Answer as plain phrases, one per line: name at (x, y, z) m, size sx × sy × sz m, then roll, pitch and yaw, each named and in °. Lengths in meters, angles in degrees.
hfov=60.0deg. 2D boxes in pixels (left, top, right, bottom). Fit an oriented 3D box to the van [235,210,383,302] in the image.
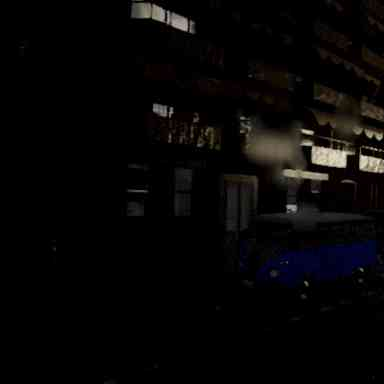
van at (2.903, 1.421, 8.201) m, size 3.998 × 1.788 × 1.690 m, roll 1°, pitch 1°, yaw -36°
